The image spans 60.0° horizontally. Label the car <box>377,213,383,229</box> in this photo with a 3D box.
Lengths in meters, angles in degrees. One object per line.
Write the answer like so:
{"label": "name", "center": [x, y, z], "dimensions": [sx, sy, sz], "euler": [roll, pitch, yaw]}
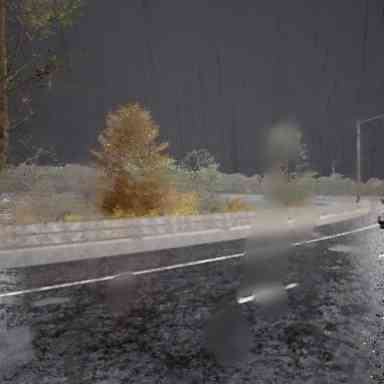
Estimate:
{"label": "car", "center": [13.297, 1.632, 20.989], "dimensions": [1.895, 1.301, 4.718], "euler": [0, 0, 42]}

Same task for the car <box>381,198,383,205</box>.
{"label": "car", "center": [35.050, 1.536, 58.864], "dimensions": [2.128, 1.511, 4.902], "euler": [0, 0, 16]}
